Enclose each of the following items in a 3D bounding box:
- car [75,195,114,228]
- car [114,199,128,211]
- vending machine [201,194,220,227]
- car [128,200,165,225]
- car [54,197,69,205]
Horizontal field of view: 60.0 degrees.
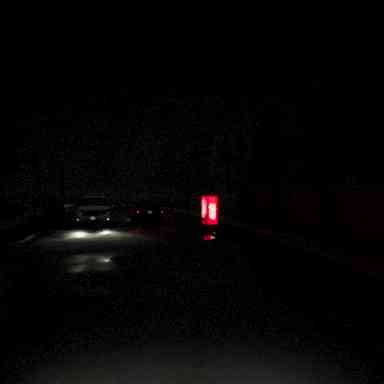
[{"bbox_3d":[-6.746,1.257,23.056,2.150,2.045,5.566,0,0,-14],"label":"car"},{"bbox_3d":[-9.136,1.602,41.718,2.033,1.411,5.357,0,0,-23],"label":"car"},{"bbox_3d":[1.230,1.206,22.306,1.100,2.100,0.880,0,0,-13],"label":"vending machine"},{"bbox_3d":[-3.304,1.378,24.303,2.097,1.767,4.553,0,0,-13],"label":"car"},{"bbox_3d":[-24.267,1.641,61.458,1.812,1.442,4.674,0,0,-35],"label":"car"}]
